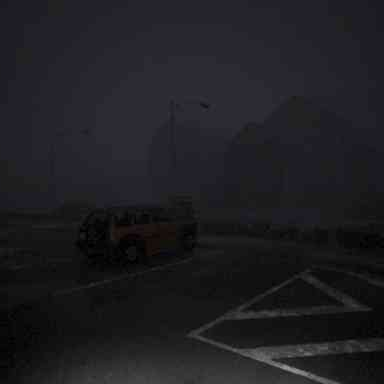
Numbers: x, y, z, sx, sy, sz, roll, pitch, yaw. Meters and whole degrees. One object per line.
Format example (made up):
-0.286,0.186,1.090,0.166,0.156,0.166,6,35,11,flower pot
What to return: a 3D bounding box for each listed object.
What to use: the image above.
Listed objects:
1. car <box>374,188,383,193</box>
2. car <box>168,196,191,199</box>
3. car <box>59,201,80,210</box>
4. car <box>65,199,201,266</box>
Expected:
42.246,0.056,74.041,3.866,1.878,1.905,0,-6,-4,car
-1.473,1.314,28.507,1.905,1.878,3.866,-1,0,39,car
-12.374,1.750,36.451,1.816,1.474,4.193,-1,0,39,car
-1.742,1.337,11.790,1.932,1.855,4.605,-1,0,39,car
